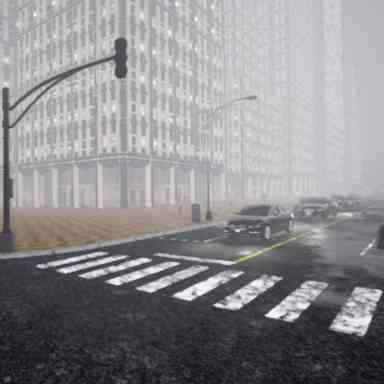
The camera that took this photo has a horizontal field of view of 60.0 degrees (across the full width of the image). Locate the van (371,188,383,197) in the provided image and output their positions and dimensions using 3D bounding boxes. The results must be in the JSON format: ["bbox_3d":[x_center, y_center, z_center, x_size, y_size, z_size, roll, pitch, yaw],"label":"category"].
[{"bbox_3d":[40.024,0.058,72.165,1.690,1.788,3.998,0,1,35],"label":"van"}]

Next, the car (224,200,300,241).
[{"bbox_3d":[3.258,1.299,15.621,1.837,1.490,4.892,-1,0,35],"label":"car"}]

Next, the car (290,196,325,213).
[{"bbox_3d":[10.709,1.119,30.642,1.947,1.339,4.313,0,1,35],"label":"car"}]

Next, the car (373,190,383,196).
[{"bbox_3d":[43.284,0.191,76.783,1.947,1.339,4.313,0,1,35],"label":"car"}]

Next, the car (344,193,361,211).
[{"bbox_3d":[14.836,1.059,32.003,1.895,1.301,4.718,-1,0,35],"label":"car"}]

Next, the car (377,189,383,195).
[{"bbox_3d":[46.540,-0.026,81.396,1.967,1.590,4.097,0,1,35],"label":"car"}]

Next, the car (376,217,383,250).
[{"bbox_3d":[7.817,1.282,12.018,1.947,1.339,4.313,0,1,35],"label":"car"}]

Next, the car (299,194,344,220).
[{"bbox_3d":[9.045,1.117,23.815,2.128,1.511,4.902,-1,0,35],"label":"car"}]

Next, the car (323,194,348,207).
[{"bbox_3d":[17.223,0.931,39.870,1.947,1.339,4.313,0,1,35],"label":"car"}]
